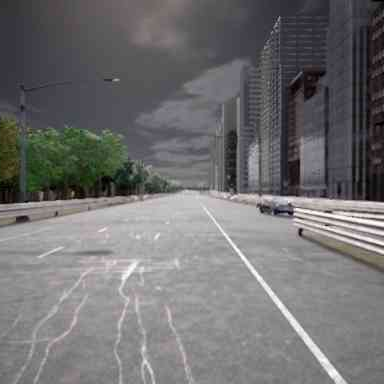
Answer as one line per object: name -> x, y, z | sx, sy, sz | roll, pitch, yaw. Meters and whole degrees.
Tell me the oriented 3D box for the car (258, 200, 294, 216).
car -> 8.096, 1.500, 32.368 | 2.163, 1.488, 4.792 | 0, 0, -11
